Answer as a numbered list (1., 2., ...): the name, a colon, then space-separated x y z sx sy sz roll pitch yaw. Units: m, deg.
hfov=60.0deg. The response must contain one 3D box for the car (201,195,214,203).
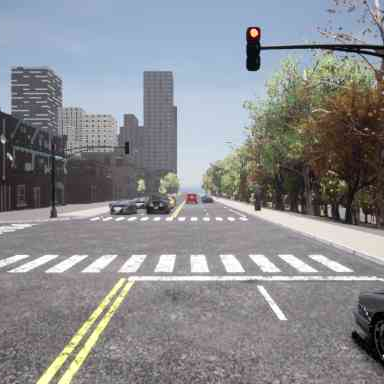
1. car: 3.222 1.539 65.873 1.994 1.385 4.181 0 0 0

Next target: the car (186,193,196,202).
1. car: -0.150 1.195 75.712 2.150 2.045 5.566 0 0 0

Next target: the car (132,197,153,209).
1. car: -6.676 1.477 45.022 2.128 1.511 4.902 0 0 0

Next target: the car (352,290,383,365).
1. car: 3.345 1.547 2.555 2.033 1.411 5.357 0 0 0

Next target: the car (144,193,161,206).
1. car: -6.695 1.201 56.661 2.150 2.045 5.566 0 0 1

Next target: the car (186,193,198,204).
1. car: -0.032 1.197 65.175 2.150 2.045 5.566 0 0 0

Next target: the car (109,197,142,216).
1. car: -6.740 1.483 32.916 2.128 1.511 4.902 0 0 2

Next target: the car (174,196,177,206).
1. car: -3.427 1.462 45.306 1.882 1.535 5.008 0 0 0

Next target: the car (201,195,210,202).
1. car: 3.101 1.447 75.901 1.882 1.535 5.008 0 0 0

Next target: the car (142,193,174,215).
1. car: -3.425 1.213 34.525 2.150 2.045 5.566 0 0 0
